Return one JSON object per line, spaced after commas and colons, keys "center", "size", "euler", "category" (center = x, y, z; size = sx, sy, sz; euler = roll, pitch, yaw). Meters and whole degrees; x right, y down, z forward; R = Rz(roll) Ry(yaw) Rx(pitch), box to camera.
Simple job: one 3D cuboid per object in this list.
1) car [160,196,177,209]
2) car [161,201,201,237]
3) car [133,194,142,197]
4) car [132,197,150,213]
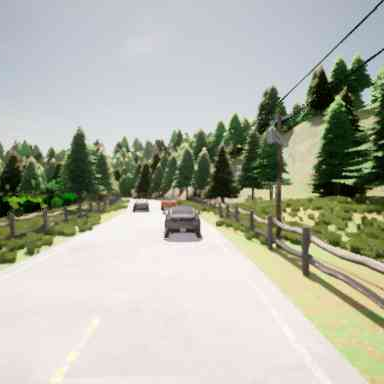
{"center": [-2.946, 1.342, 42.536], "size": [2.097, 1.767, 4.553], "euler": [0, 0, -8], "category": "car"}
{"center": [-0.543, 1.502, 17.955], "size": [1.837, 1.490, 4.892], "euler": [0, 1, -3], "category": "car"}
{"center": [-12.793, 1.085, 77.724], "size": [1.882, 1.535, 5.008], "euler": [0, 0, -12], "category": "car"}
{"center": [-5.684, 1.596, 37.495], "size": [1.895, 1.301, 4.718], "euler": [0, 0, -7], "category": "car"}
